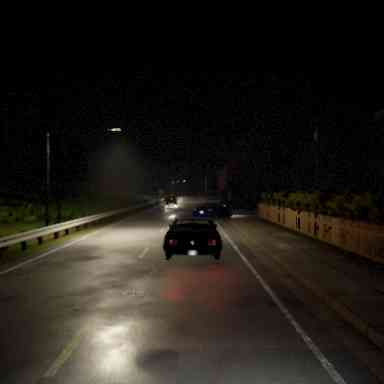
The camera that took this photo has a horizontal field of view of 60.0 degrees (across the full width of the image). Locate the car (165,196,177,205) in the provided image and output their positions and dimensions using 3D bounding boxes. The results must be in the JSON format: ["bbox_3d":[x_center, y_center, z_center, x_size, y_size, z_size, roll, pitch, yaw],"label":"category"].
[{"bbox_3d":[-3.544,1.445,57.197,1.837,1.490,4.892,0,0,1],"label":"car"}]

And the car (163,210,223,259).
[{"bbox_3d":[0.037,1.587,12.492,1.895,1.301,4.718,0,0,0],"label":"car"}]

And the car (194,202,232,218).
[{"bbox_3d":[1.786,1.535,27.764,1.994,1.385,4.181,0,0,30],"label":"car"}]
